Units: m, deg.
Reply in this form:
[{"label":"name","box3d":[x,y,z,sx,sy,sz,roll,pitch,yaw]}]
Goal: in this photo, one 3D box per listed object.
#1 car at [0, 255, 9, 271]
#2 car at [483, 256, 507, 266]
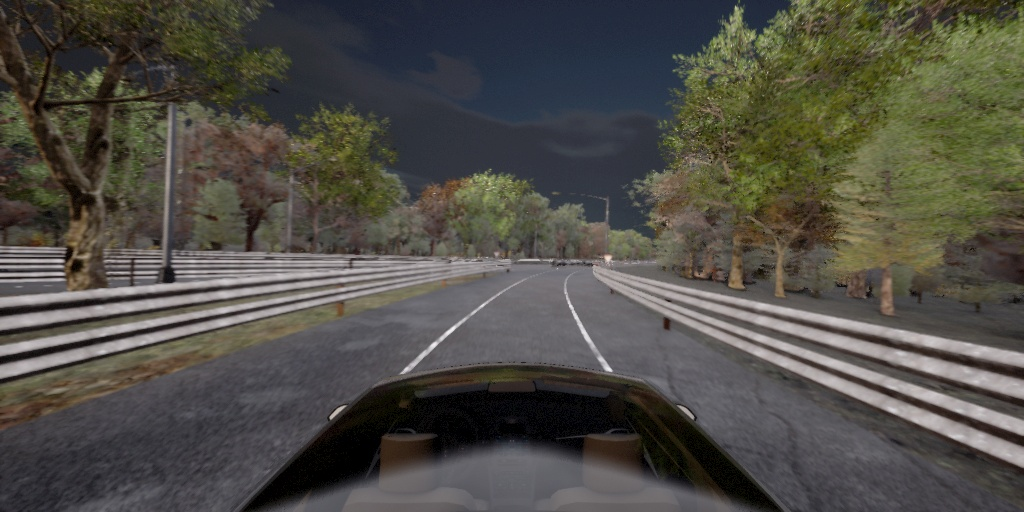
[{"label":"car","box3d":[-23.634,0.144,13.449,2.150,2.045,5.566,2,0,30]},{"label":"car","box3d":[-2.397,0.976,57.714,2.097,1.767,4.553,2,0,30]}]
